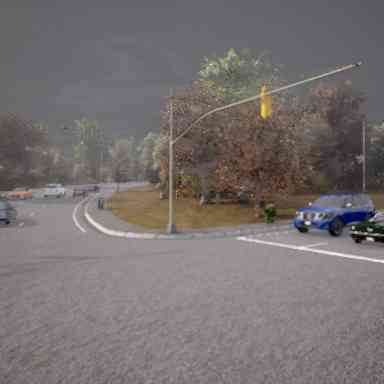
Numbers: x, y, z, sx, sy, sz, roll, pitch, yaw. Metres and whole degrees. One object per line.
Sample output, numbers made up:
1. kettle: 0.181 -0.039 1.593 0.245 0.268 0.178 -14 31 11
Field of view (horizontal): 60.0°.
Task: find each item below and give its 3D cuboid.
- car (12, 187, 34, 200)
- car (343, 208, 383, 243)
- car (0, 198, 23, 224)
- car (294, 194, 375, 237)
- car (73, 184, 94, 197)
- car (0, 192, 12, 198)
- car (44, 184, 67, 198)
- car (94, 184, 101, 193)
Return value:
1. car: -23.617 0.108 46.034 2.097 1.767 4.553 0 3 -10
2. car: 8.919 1.555 14.633 4.718 1.301 1.895 -1 0 -36
3. car: -13.539 1.433 23.381 2.033 1.411 5.357 0 1 -22
4. car: 7.968 1.159 18.280 5.566 2.045 2.150 -1 1 -37
5. car: -17.223 -0.052 51.754 2.128 1.511 4.902 0 4 -7
6. car: -21.504 0.910 36.189 1.994 1.385 4.181 0 3 -15
7. car: -20.560 -0.245 50.165 2.150 2.045 5.566 0 4 -8
8. car: -18.304 -0.718 61.953 2.128 1.511 4.902 0 4 -1
